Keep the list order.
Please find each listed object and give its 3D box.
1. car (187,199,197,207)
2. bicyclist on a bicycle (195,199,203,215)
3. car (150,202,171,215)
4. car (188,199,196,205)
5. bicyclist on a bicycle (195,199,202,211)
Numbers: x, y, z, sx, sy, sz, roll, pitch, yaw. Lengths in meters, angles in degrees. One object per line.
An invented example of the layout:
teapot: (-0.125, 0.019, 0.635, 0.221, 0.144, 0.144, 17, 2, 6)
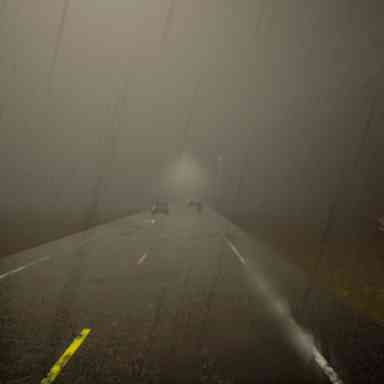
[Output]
car: (0.000, 2.066, 63.879, 1.882, 1.535, 5.008, 0, 0, 0)
bicyclist on a bicycle: (0.960, 1.806, 38.233, 0.582, 1.620, 1.656, 0, -1, 0)
car: (-3.594, 1.883, 38.695, 1.812, 1.442, 4.674, 0, -1, 0)
car: (-0.005, 2.263, 77.201, 1.994, 1.385, 4.181, 0, -1, 0)
bicyclist on a bicycle: (0.927, 1.879, 48.025, 0.866, 1.612, 1.509, 0, -1, 0)
